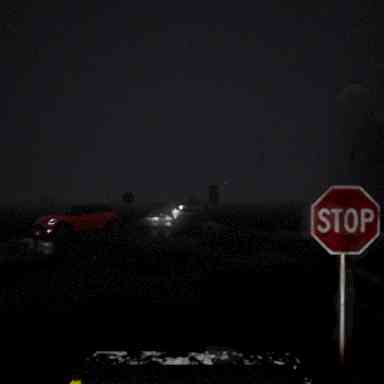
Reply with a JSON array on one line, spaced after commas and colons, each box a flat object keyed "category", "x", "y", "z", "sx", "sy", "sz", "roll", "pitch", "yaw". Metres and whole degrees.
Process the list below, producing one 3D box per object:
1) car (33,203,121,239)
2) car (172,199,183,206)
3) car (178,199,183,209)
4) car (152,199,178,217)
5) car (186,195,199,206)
[{"category": "car", "x": -6.264, "y": 1.466, "z": 18.381, "sx": 2.097, "sy": 1.767, "sz": 4.553, "roll": -1, "pitch": 0, "yaw": 41}, {"category": "car", "x": -2.770, "y": 1.955, "z": 63.760, "sx": 1.895, "sy": 1.301, "sz": 4.718, "roll": 0, "pitch": 0, "yaw": 0}, {"category": "car", "x": -2.840, "y": 1.752, "z": 48.392, "sx": 2.128, "sy": 1.511, "sz": 4.902, "roll": 0, "pitch": 0, "yaw": 0}, {"category": "car", "x": -2.850, "y": 1.722, "z": 33.640, "sx": 2.033, "sy": 1.411, "sz": 5.357, "roll": 0, "pitch": 0, "yaw": 0}, {"category": "car", "x": 0.093, "y": 1.558, "z": 61.182, "sx": 2.150, "sy": 2.045, "sz": 5.566, "roll": 0, "pitch": -1, "yaw": 0}]
